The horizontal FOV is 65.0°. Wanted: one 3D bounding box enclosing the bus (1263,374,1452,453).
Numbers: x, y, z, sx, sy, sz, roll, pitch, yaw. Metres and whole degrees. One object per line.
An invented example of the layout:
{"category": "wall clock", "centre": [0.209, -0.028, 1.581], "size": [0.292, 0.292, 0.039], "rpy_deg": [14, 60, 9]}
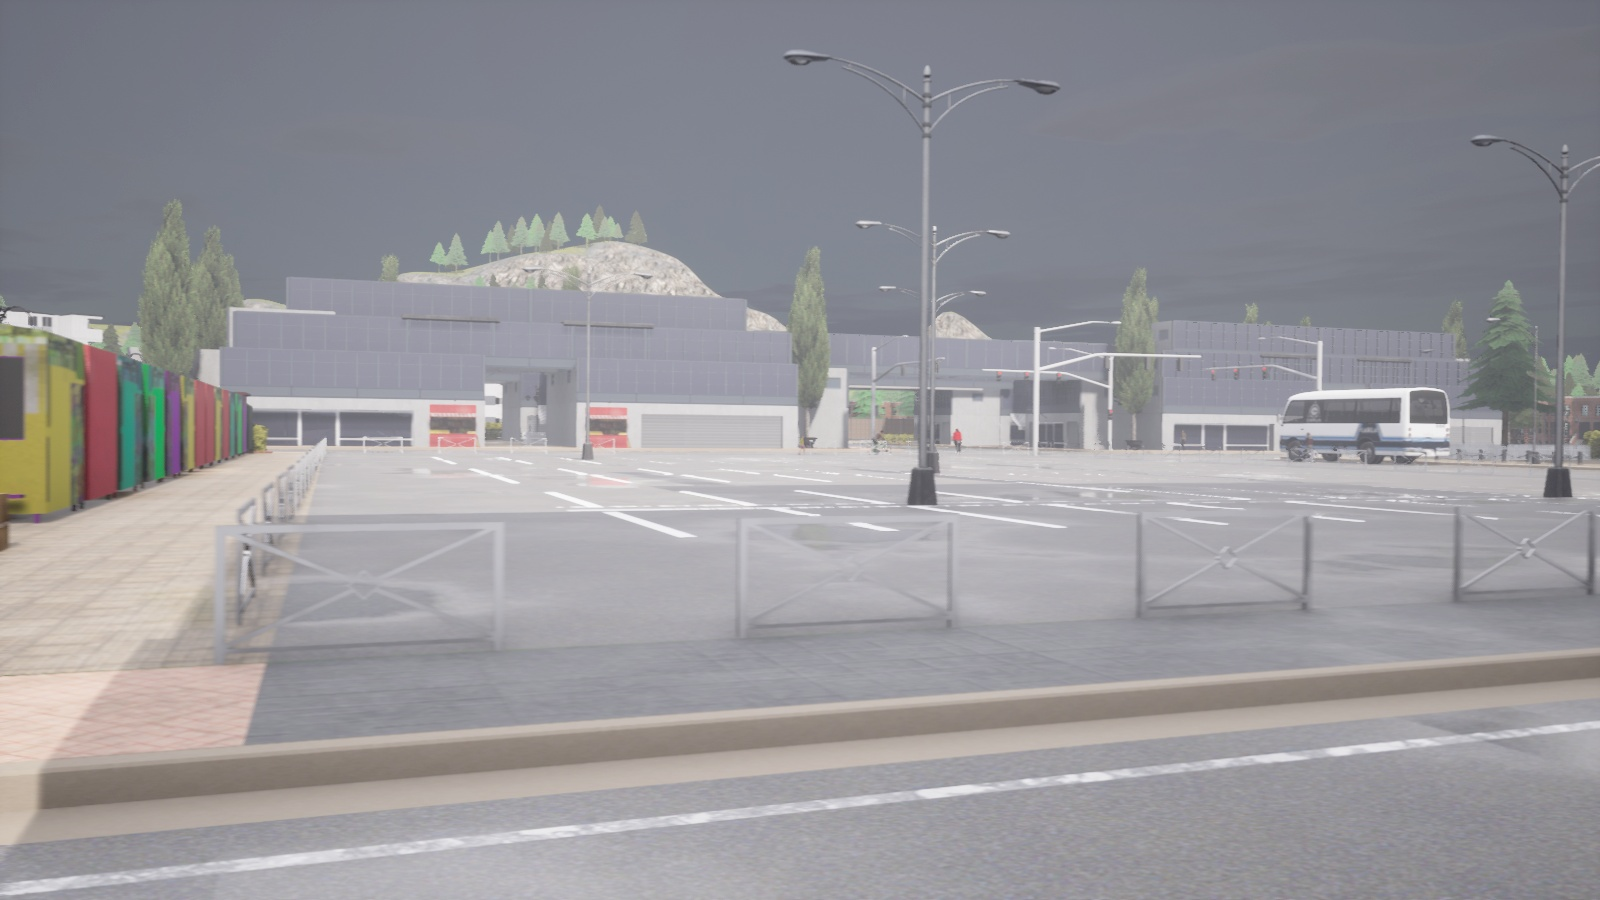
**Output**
{"category": "bus", "centre": [32.159, -2.061, 73.121], "size": [3.944, 4.253, 10.273], "rpy_deg": [-1, 1, -21]}
